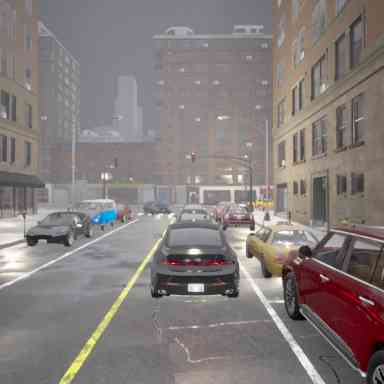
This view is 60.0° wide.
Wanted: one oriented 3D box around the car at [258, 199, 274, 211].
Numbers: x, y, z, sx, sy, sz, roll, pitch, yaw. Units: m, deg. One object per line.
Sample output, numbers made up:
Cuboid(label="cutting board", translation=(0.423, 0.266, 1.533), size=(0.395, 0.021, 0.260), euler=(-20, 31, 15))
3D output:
Cuboid(label="car", translation=(10.090, 1.600, 42.169), size=(5.008, 1.535, 1.882), euler=(0, -1, 0))

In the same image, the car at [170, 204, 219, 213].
Cuboid(label="car", translation=(0.094, 1.543, 16.010), size=(1.812, 1.442, 4.674), euler=(0, 0, 0))

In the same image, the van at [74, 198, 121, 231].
Cuboid(label="van", translation=(-5.855, 1.364, 20.699), size=(1.690, 1.788, 3.998), euler=(1, 0, 0))

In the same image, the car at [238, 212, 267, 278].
Cuboid(label="car", translation=(2.672, 1.534, 9.905), size=(1.752, 1.417, 4.829), euler=(1, 0, 0))

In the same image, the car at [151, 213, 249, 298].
Cuboid(label="car", translation=(0.047, 1.512, 8.532), size=(1.837, 1.490, 4.892), euler=(0, 0, -1))

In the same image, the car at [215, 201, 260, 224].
Cuboid(label="car", translation=(2.669, 1.463, 20.701), size=(1.967, 1.590, 4.097), euler=(1, 0, 0))

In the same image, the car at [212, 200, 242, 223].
Cuboid(label="car", translation=(2.667, 1.471, 26.184), size=(1.967, 1.590, 4.097), euler=(1, 0, 0))

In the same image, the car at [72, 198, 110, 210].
Cuboid(label="car", translation=(-12.796, 1.509, 42.304), size=(4.181, 1.385, 1.994), euler=(0, -1, 0))

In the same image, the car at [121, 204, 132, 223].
Cuboid(label="car", translation=(-5.859, 1.576, 26.181), size=(1.887, 1.381, 4.507), euler=(1, 0, 0))

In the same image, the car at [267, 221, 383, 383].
Cuboid(label="car", translation=(2.677, 1.318, 4.252), size=(2.192, 1.841, 5.009), euler=(1, 0, 0))

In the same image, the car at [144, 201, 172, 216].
Cuboid(label="car", translation=(-3.473, 1.575, 33.589), size=(1.994, 1.385, 4.181), euler=(0, 1, -24))

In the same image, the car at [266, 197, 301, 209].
Cuboid(label="car", translation=(13.444, 1.577, 48.851), size=(4.553, 1.767, 2.097), euler=(0, -1, 0))

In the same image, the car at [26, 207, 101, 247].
Cuboid(label="car", translation=(-5.855, 1.582, 15.216), size=(1.947, 1.339, 4.313), euler=(1, 0, 0))
